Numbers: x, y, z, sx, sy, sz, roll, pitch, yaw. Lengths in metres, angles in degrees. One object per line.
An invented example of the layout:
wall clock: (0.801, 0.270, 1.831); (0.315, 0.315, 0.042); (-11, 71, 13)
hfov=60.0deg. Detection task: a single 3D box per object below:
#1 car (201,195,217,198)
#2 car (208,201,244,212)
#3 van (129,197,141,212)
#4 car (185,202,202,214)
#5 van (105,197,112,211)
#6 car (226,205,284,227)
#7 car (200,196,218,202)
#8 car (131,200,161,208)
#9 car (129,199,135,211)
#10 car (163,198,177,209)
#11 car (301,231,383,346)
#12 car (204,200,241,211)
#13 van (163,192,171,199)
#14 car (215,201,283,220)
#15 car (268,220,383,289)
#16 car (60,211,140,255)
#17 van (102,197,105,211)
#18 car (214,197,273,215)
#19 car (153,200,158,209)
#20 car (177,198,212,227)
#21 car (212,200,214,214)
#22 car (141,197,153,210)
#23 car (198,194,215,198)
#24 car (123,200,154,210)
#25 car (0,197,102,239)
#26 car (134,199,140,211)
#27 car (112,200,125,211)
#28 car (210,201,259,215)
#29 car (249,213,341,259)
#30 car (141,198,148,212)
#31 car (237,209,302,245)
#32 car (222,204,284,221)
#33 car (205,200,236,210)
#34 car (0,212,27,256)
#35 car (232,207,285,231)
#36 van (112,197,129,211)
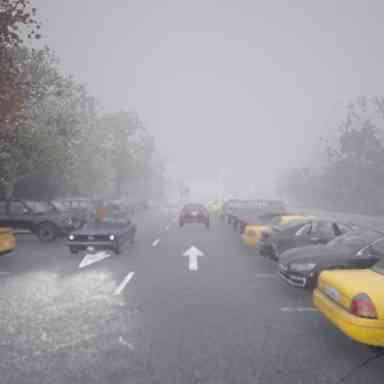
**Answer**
car: (4.679, 1.832, 52.341); (5.566, 2.045, 2.435); (0, -1, 0)
car: (4.682, 1.993, 46.785); (4.892, 1.521, 2.231); (0, -1, 0)
van: (-8.534, 1.579, 38.425); (4.442, 1.987, 1.878); (0, -1, 0)
car: (0.231, 1.972, 41.493); (1.994, 1.385, 4.181); (0, -1, 0)
van: (-8.577, 1.433, 24.706); (4.442, 1.987, 1.878); (0, 0, 0)
car: (4.629, 1.696, 19.036); (4.792, 1.488, 2.163); (0, 0, 0)
car: (4.539, 1.936, 90.491); (4.792, 1.488, 2.163); (0, -1, 0)
car: (-8.342, 2.169, 60.578); (5.008, 1.535, 2.097); (0, -1, 0)
car: (-8.464, 1.763, 33.011); (4.792, 1.488, 2.163); (0, -1, 0)
car: (-3.374, 2.161, 56.160); (1.812, 1.442, 4.674); (0, -1, 1)
car: (4.741, 1.555, 5.156); (5.366, 1.575, 1.946); (0, 0, 0)
car: (4.512, 2.034, 49.562); (5.366, 1.575, 1.946); (0, -1, 0)
van: (-8.395, 1.606, 87.679); (4.442, 1.987, 1.878); (1, 0, 0)
car: (4.597, 1.760, 27.365); (4.792, 1.488, 2.163); (0, 0, 0)
car: (4.571, 1.580, 7.932); (4.892, 1.521, 2.231); (0, 0, 0)
car: (-3.556, 1.716, 13.962); (1.895, 1.301, 4.718); (0, 0, 0)
van: (-8.353, 1.413, 21.935); (4.442, 1.987, 1.878); (0, 0, 0)
car: (4.605, 1.630, 30.139); (4.553, 1.767, 2.185); (0, -1, 0)
car: (-8.197, 1.986, 49.622); (5.366, 1.575, 1.946); (0, -1, 0)
car: (0.179, 1.567, 24.947); (2.097, 1.767, 4.553); (0, 0, 0)
car: (4.651, 1.784, 32.918); (4.892, 1.521, 2.231); (0, -1, 0)
car: (-8.427, 1.645, 44.088); (5.566, 2.045, 2.435); (0, -1, 0)
car: (4.587, 1.911, 87.707); (4.792, 1.488, 2.163); (0, -1, 0)
car: (-8.371, 2.074, 52.391); (4.674, 1.452, 2.002); (0, -1, 0)
car: (-8.450, 1.365, 19.166); (5.566, 2.045, 2.435); (0, 0, 0)
car: (-8.455, 1.795, 35.650); (4.792, 1.488, 2.163); (0, -1, 0)
car: (-8.458, 1.681, 27.473); (5.008, 1.535, 2.097); (0, 0, 0)
car: (4.847, 1.853, 38.337); (5.366, 1.575, 1.946); (0, -1, 0)
car: (4.567, 1.602, 10.708); (4.892, 1.521, 2.231); (0, 0, 0)
car: (-8.380, 1.880, 41.314); (4.792, 1.488, 2.163); (0, -1, 0)
car: (4.768, 1.620, 13.483); (5.366, 1.575, 1.946); (0, 0, 0)
car: (4.638, 1.717, 21.812); (4.792, 1.488, 2.163); (0, 0, 0)
car: (4.710, 2.129, 55.113); (5.008, 1.535, 2.097); (0, -1, 0)
car: (-8.500, 1.551, 10.853); (5.008, 1.535, 2.097); (0, 0, 0)
car: (4.620, 1.674, 16.260); (4.792, 1.488, 2.163); (0, 0, 0)
van: (-8.335, 1.480, 30.261); (4.442, 1.987, 1.878); (0, -1, 0)
